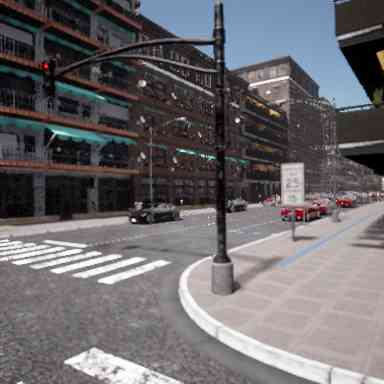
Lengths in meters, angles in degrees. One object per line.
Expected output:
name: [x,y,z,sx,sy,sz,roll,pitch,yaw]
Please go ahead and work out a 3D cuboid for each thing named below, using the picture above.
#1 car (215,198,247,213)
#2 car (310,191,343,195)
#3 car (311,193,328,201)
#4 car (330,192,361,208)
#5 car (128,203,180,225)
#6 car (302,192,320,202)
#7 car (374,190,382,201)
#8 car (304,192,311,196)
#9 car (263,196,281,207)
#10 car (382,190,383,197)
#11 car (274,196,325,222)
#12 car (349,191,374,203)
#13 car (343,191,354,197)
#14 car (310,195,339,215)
car: [3.969,1.311,32.933,1.947,1.339,4.313,0,1,35]
car: [16.785,0.954,41.330,2.128,1.511,4.902,-1,0,35]
car: [23.364,0.825,60.812,2.008,1.369,4.403,0,1,35]
car: [17.288,1.009,37.403,1.887,1.381,4.507,0,1,35]
car: [-2.603,1.470,23.708,1.947,1.339,4.313,0,1,35]
car: [20.131,0.792,56.164,1.967,1.590,4.097,0,1,35]
car: [30.218,0.591,55.991,1.967,1.590,4.097,0,1,35]
car: [16.899,0.996,51.518,1.947,1.339,4.313,0,1,35]
car: [10.434,1.170,42.224,1.802,1.307,4.206,0,1,35]
car: [38.308,0.414,67.101,1.801,1.575,5.366,-1,0,35]
car: [7.652,1.244,23.421,1.887,1.381,4.507,0,1,35]
car: [23.754,0.858,46.698,2.008,1.369,4.403,0,1,35]
car: [39.529,0.432,84.049,1.887,1.381,4.507,0,1,35]
car: [10.826,1.203,28.109,1.802,1.307,4.206,0,1,35]
